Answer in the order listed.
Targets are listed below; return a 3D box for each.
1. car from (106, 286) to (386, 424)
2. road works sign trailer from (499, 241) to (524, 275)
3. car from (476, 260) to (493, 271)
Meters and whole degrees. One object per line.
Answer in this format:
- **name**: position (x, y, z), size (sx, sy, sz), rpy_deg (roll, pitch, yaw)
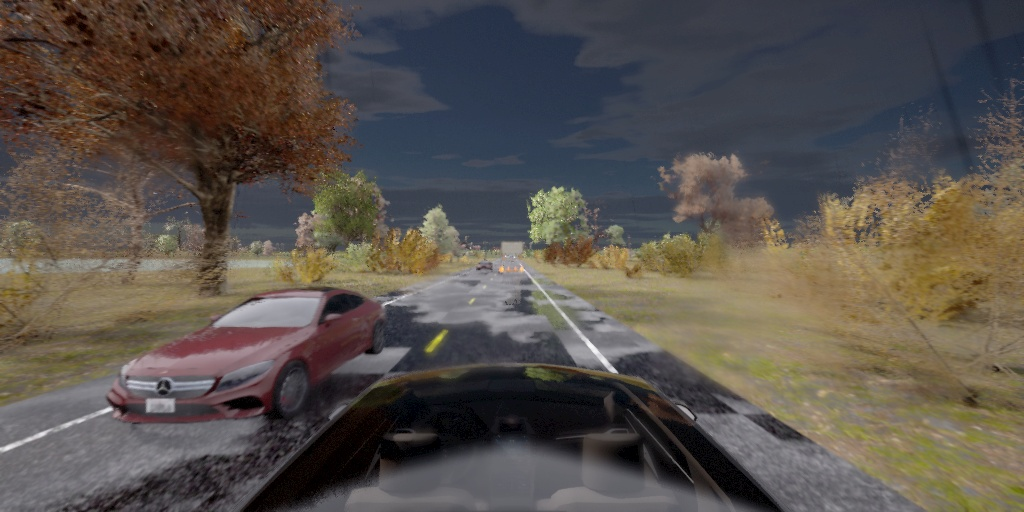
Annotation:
- **car**: position (-3.600, 1.275, 6.003), size (1.812, 1.442, 4.674), rpy_deg (0, 0, 0)
- **road works sign trailer**: position (0.005, 0.189, 37.226), size (2.380, 3.560, 2.880), rpy_deg (0, 0, 0)
- **car**: position (-3.570, 1.270, 47.406), size (1.994, 1.385, 4.181), rpy_deg (0, 0, 0)
